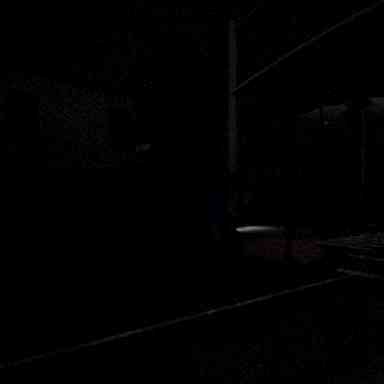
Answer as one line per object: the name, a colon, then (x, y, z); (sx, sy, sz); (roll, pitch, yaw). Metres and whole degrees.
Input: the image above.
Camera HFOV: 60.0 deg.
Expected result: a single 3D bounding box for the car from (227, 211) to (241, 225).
car: (1.262, 1.566, 23.256); (1.812, 1.442, 4.674); (0, 0, -43)
